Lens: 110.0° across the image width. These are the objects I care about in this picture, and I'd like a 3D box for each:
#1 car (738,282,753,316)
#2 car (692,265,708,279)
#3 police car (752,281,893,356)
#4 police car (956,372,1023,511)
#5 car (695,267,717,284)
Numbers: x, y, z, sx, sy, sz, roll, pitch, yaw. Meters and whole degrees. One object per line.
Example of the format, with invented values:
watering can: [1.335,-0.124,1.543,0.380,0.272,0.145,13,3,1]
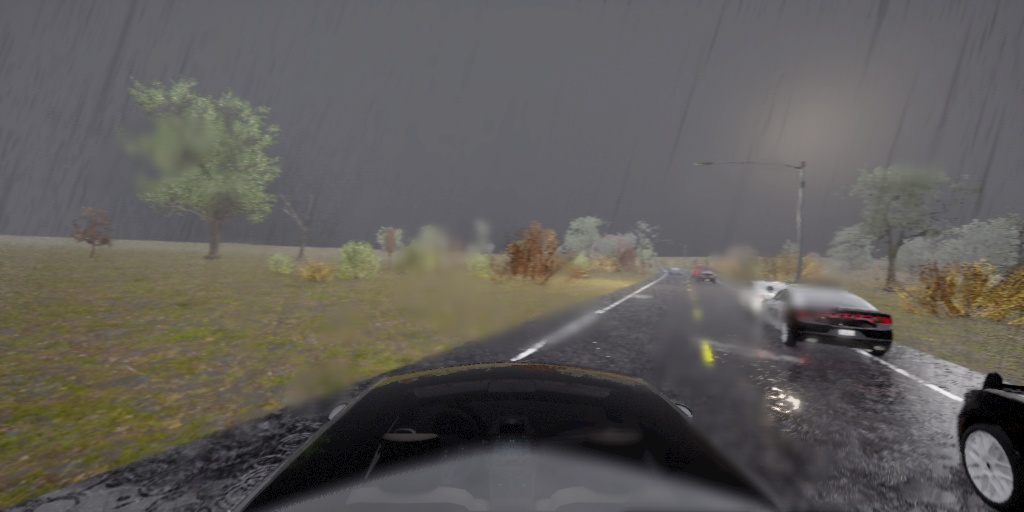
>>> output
car: [11.202,1.818,15.681,1.812,1.442,4.674,2,-1,26]
car: [28.259,2.417,53.642,2.150,2.045,5.566,2,0,25]
police car: [8.651,1.578,10.375,1.930,1.638,5.238,2,-1,26]
police car: [4.314,1.337,1.366,1.930,1.638,5.238,2,-1,26]
car: [22.430,2.408,41.272,1.837,1.490,4.892,2,0,26]
